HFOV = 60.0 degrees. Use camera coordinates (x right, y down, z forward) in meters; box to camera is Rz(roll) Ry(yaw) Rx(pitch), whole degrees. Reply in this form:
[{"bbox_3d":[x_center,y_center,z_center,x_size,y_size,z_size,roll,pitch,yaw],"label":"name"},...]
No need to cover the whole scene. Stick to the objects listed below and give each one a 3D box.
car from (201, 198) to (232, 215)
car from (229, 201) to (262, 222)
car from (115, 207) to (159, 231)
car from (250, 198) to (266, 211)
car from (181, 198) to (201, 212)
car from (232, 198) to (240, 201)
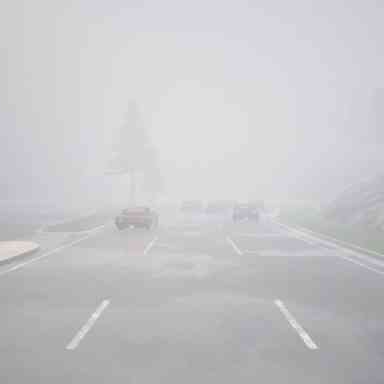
[{"bbox_3d":[2.561,1.526,34.243,1.812,1.442,4.674,0,0,15],"label":"car"},{"bbox_3d":[4.144,1.601,26.215,1.895,1.301,4.718,0,0,6],"label":"car"},{"bbox_3d":[-3.249,1.601,20.641,1.895,1.301,4.718,0,0,2],"label":"car"},{"bbox_3d":[7.929,1.477,40.479,1.882,1.535,5.008,0,0,16],"label":"car"},{"bbox_3d":[0.121,1.492,38.573,2.128,1.511,4.902,0,0,16],"label":"car"},{"bbox_3d":[5.324,1.526,44.205,1.812,1.442,4.674,0,0,16],"label":"car"}]
